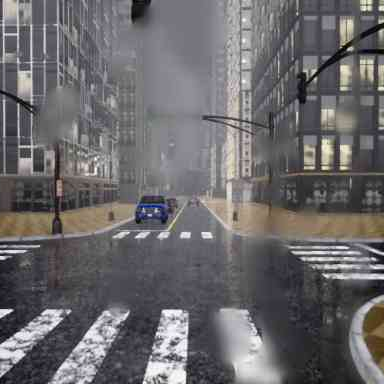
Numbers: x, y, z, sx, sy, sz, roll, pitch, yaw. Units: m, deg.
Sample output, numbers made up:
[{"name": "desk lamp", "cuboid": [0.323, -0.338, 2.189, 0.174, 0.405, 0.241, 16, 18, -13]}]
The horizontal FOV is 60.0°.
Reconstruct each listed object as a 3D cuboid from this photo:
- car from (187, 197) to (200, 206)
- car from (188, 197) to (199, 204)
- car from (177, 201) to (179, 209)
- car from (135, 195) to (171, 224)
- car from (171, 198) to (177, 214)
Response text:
[{"name": "car", "cuboid": [0.246, 1.556, 54.994, 2.128, 1.511, 4.902, 0, 0, 0]}, {"name": "car", "cuboid": [0.293, 1.633, 65.412, 2.033, 1.411, 5.357, 0, 0, 0]}, {"name": "car", "cuboid": [-2.873, 1.577, 46.621, 1.812, 1.442, 4.674, 0, 0, 0]}, {"name": "car", "cuboid": [-2.986, 1.242, 25.597, 2.150, 2.045, 5.566, 0, 0, -2]}, {"name": "car", "cuboid": [-2.934, 1.512, 35.815, 1.882, 1.535, 5.008, 0, 0, 0]}]
